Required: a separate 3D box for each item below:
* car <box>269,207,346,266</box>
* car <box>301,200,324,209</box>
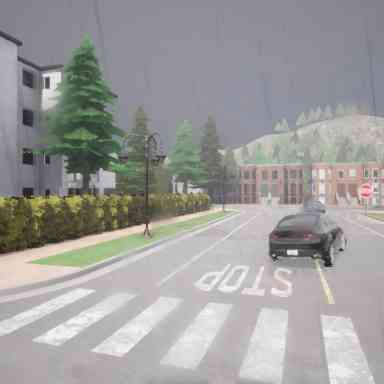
[{"bbox_3d":[4.158,1.509,11.742,1.837,1.490,4.892,-6,-3,31],"label":"car"},{"bbox_3d":[12.338,1.535,34.077,2.033,1.411,5.357,0,0,12],"label":"car"}]
